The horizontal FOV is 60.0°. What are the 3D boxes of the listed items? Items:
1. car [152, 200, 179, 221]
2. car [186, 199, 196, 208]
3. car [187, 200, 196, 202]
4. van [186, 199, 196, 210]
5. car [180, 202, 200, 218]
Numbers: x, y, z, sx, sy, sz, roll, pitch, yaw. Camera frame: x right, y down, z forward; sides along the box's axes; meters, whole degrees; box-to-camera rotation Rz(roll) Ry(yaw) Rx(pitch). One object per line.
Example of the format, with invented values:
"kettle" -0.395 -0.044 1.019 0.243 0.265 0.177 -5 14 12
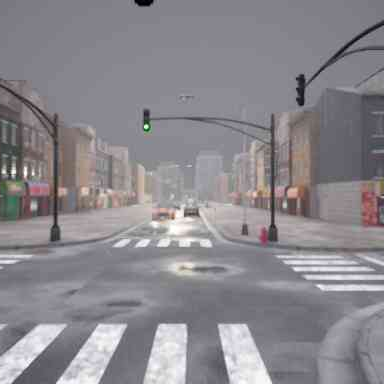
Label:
"car" -2.678 1.804 32.420 2.097 1.767 4.553 0 -1 0
"car" -0.232 2.320 70.385 2.192 1.841 5.009 0 -1 0
"car" -0.093 2.124 42.527 1.752 1.417 4.829 0 -1 0
"van" -0.177 2.180 59.175 1.690 1.788 3.998 0 -1 0
"car" -0.064 2.084 36.752 1.947 1.339 4.313 0 -1 0
